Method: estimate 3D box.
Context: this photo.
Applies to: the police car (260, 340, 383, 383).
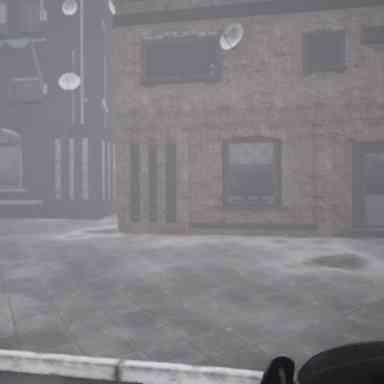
[{"bbox_3d":[2.999,1.426,1.788,5.238,1.638,1.930,0,0,8],"label":"police car"}]
